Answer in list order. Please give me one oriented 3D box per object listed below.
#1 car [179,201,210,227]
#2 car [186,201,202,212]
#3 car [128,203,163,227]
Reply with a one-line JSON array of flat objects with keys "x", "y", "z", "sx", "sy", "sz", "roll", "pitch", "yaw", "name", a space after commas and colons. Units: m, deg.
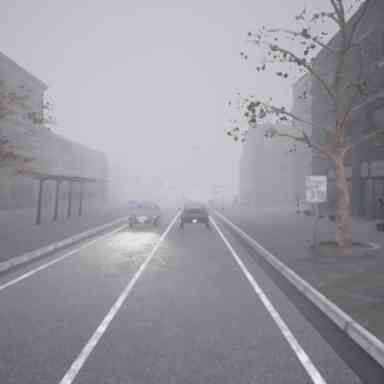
[{"x": 0.168, "y": 1.505, "z": 22.627, "sx": 1.837, "sy": 1.490, "sz": 4.892, "roll": 0, "pitch": 0, "yaw": 0, "name": "car"}, {"x": 0.229, "y": 1.790, "z": 42.123, "sx": 1.895, "sy": 1.301, "sz": 4.718, "roll": 0, "pitch": -1, "yaw": 0, "name": "car"}, {"x": -3.030, "y": 1.492, "z": 22.496, "sx": 2.128, "sy": 1.511, "sz": 4.902, "roll": 0, "pitch": 0, "yaw": 0, "name": "car"}]
